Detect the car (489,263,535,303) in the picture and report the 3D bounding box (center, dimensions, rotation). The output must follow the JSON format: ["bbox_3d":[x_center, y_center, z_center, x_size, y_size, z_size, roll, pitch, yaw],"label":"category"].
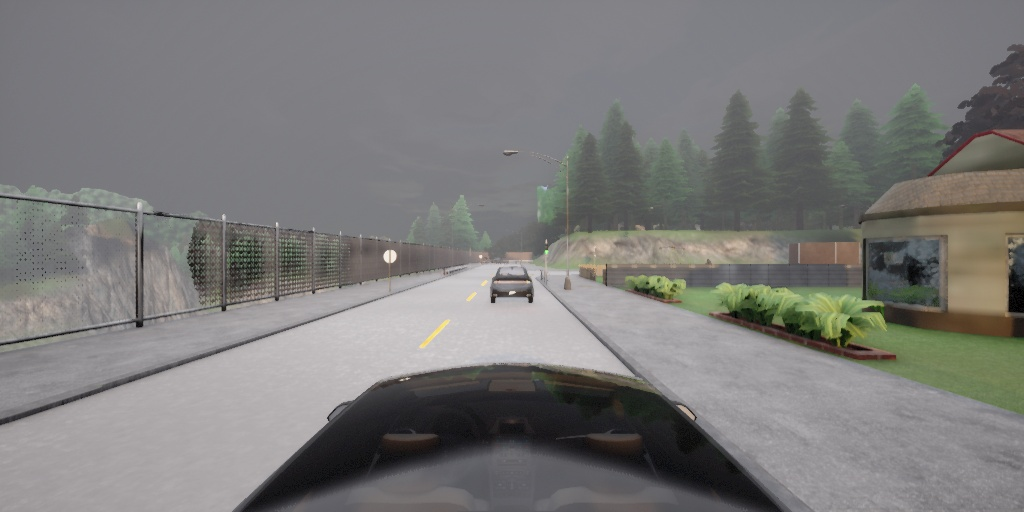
[{"bbox_3d":[0.000,1.244,16.499,2.128,1.511,4.902,0,0,0],"label":"car"}]

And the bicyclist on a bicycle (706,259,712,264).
[{"bbox_3d":[19.794,1.097,36.021,0.582,1.620,1.656,0,0,0],"label":"bicyclist on a bicycle"}]
